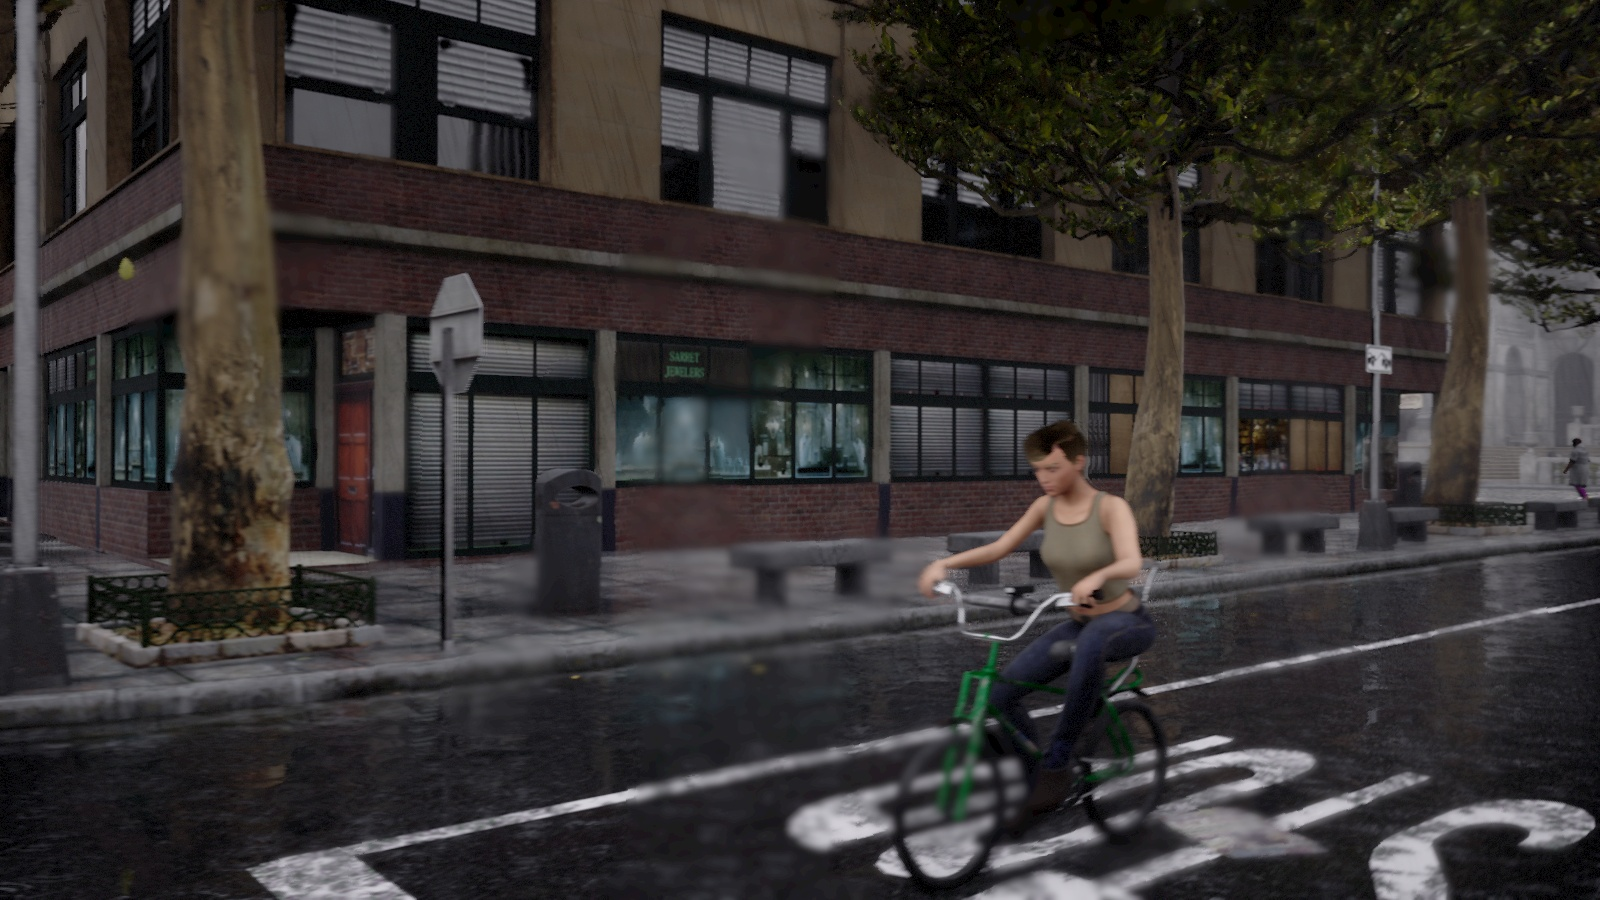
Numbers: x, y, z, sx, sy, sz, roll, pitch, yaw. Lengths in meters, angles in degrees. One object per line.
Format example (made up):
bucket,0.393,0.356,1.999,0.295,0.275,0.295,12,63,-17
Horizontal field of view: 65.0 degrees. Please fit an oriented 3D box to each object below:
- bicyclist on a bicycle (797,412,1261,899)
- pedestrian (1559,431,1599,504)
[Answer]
bicyclist on a bicycle,0.852,0.696,4.552,1.509,1.612,0.866,0,0,-38
pedestrian,21.169,0.460,33.967,0.659,1.952,0.873,0,0,-33
